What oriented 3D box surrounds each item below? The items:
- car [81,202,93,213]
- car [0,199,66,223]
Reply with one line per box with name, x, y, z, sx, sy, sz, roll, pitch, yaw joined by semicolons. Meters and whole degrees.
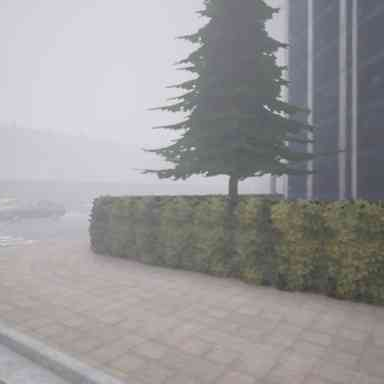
car;-8.913;1.341;33.496;1.812;1.442;4.674;0;0;35
car;-11.492;1.324;23.866;2.128;1.511;4.902;0;0;35
